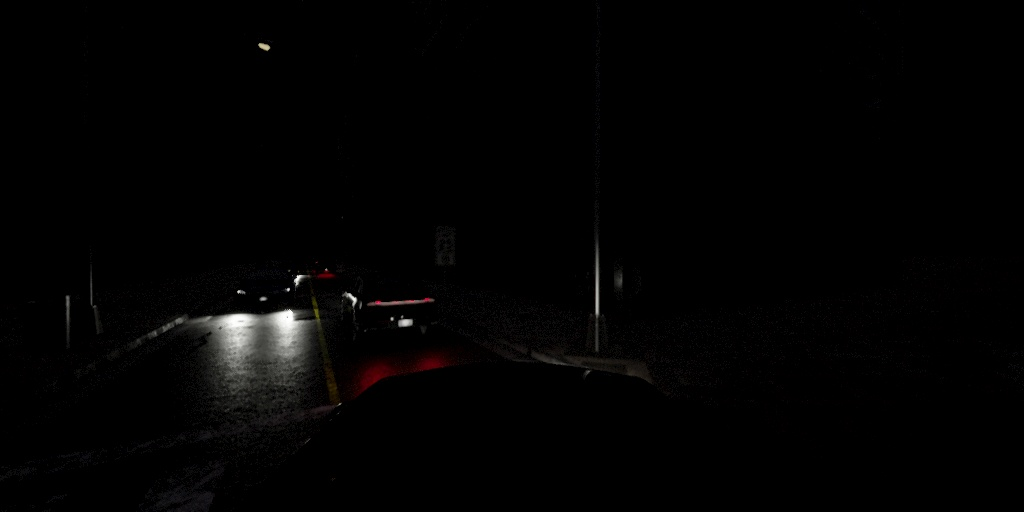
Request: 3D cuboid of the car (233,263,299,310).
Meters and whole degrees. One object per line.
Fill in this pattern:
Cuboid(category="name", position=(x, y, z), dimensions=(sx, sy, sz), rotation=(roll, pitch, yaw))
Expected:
Cuboid(category="car", position=(-9.832, 1.206, 14.512), dimensions=(1.812, 1.442, 4.674), rotation=(0, 0, -30))

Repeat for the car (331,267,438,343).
Cuboid(category="car", position=(-3.483, 1.201, 9.737), dimensions=(2.128, 1.511, 4.902), rotation=(0, 0, -30))

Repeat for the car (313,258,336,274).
Cuboid(category="car", position=(-19.820, 1.071, 38.076), dimensions=(1.837, 1.490, 4.892), rotation=(0, 0, -30))

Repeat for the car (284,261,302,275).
Cuboid(category="car", position=(-21.742, 1.141, 35.194), dimensions=(1.994, 1.385, 4.181), rotation=(0, 0, -30))
